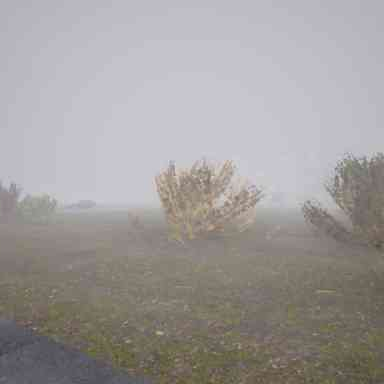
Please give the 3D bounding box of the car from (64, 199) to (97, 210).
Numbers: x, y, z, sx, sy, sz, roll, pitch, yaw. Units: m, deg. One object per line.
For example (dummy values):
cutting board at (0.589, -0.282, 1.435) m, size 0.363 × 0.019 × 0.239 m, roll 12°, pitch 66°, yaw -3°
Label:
car at (-16.348, 1.892, 48.928) m, size 1.837 × 1.490 × 4.892 m, roll -1°, pitch 0°, yaw 36°
